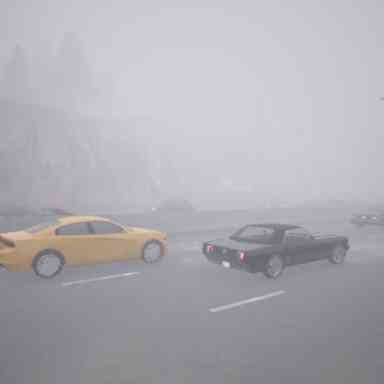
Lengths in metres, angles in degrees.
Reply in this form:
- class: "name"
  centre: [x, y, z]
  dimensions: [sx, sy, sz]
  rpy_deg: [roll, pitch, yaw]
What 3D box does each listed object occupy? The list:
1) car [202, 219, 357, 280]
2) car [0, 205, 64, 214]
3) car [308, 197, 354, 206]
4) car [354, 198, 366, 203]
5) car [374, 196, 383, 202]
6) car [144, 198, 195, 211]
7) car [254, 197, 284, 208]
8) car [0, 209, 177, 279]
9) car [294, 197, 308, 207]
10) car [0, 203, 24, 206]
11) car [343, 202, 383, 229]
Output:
- class: "car"
  centre: [2.700, 1.601, 9.971]
  dimensions: [4.718, 1.301, 1.895]
  rpy_deg: [0, 0, -36]
- class: "car"
  centre: [-8.682, 1.602, 19.297]
  dimensions: [4.718, 1.301, 1.895]
  rpy_deg: [0, 0, -36]
- class: "car"
  centre: [15.177, 1.510, 36.299]
  dimensions: [4.892, 1.490, 1.837]
  rpy_deg: [1, 0, -35]
- class: "car"
  centre: [22.002, 1.529, 45.435]
  dimensions: [4.674, 1.442, 1.812]
  rpy_deg: [0, 0, -35]
- class: "car"
  centre: [37.468, 1.504, 64.864]
  dimensions: [4.892, 1.490, 1.837]
  rpy_deg: [0, 0, -34]
- class: "car"
  centre: [-1.981, 1.354, 28.373]
  dimensions: [4.553, 1.767, 2.097]
  rpy_deg: [0, 0, -35]
- class: "car"
  centre: [10.714, 1.509, 46.009]
  dimensions: [4.892, 1.490, 1.837]
  rpy_deg: [0, 0, -35]
- class: "car"
  centre: [-3.070, 1.478, 10.156]
  dimensions: [5.008, 1.535, 1.882]
  rpy_deg: [0, 0, -35]
- class: "car"
  centre: [15.988, 1.481, 45.466]
  dimensions: [5.008, 1.535, 1.882]
  rpy_deg: [0, 0, -35]
- class: "car"
  centre: [-13.741, 1.526, 24.287]
  dimensions: [4.674, 1.442, 1.812]
  rpy_deg: [0, 0, -35]
- class: "car"
  centre: [12.118, 1.549, 20.990]
  dimensions: [5.357, 1.411, 2.033]
  rpy_deg: [0, 0, -35]
